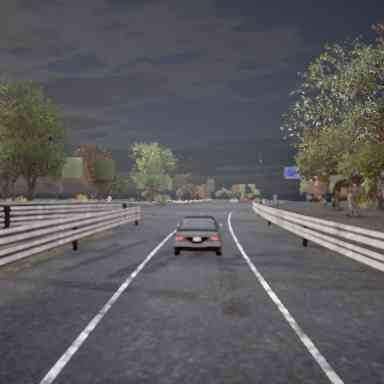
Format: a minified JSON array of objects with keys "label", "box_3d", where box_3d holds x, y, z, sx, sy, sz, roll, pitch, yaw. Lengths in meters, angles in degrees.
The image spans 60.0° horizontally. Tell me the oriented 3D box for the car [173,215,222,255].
[{"label":"car","box_3d":[0.288,1.675,13.850,2.033,1.411,5.357,0,0,3]}]
